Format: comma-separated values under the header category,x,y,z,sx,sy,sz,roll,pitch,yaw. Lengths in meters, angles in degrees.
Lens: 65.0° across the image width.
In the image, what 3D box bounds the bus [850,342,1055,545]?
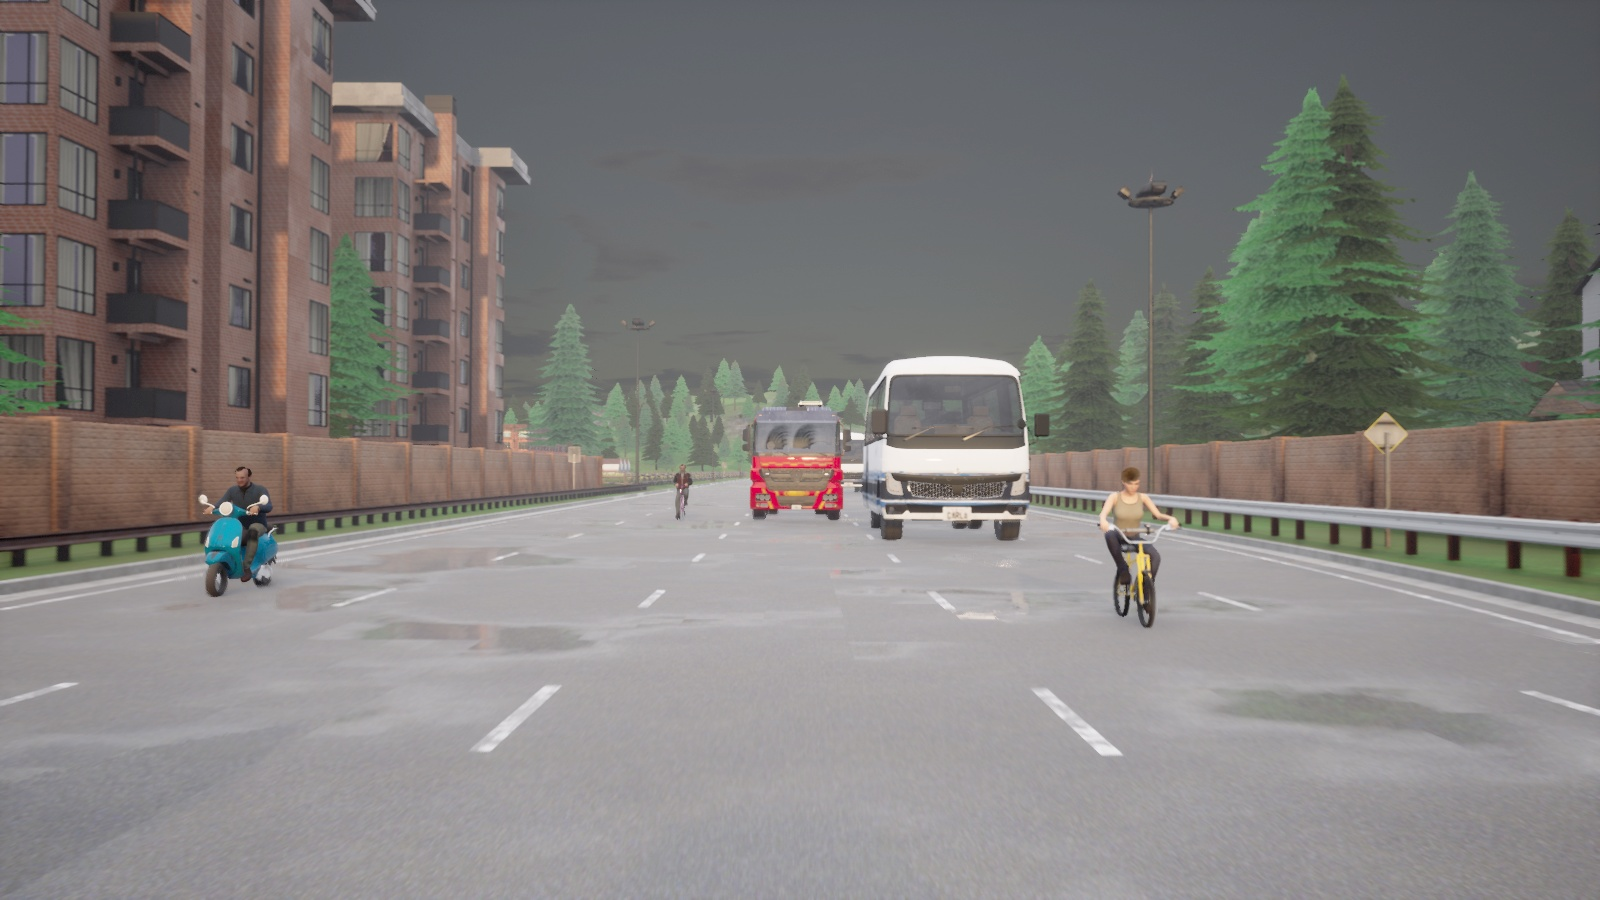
category,x,y,z,sx,sy,sz,roll,pitch,yaw
bus,3.412,-0.048,31.565,3.944,4.253,10.273,0,-1,0

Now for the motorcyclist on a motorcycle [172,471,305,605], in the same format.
category,x,y,z,sx,sy,sz,roll,pitch,yaw
motorcyclist on a motorcycle,-7.039,1.061,15.859,0.866,1.590,1.817,0,-1,0

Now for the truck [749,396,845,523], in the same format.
category,x,y,z,sx,sy,sz,roll,pitch,yaw
truck,-0.107,0.356,42.234,2.891,3.827,8.468,0,-1,0

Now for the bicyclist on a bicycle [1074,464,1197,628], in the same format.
category,x,y,z,sx,sy,sz,roll,pitch,yaw
bicyclist on a bicycle,3.468,0.957,13.107,0.866,1.612,1.509,0,-1,0

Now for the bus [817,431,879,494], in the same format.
category,x,y,z,sx,sy,sz,roll,pitch,yaw
bus,3.278,0.916,89.181,3.944,4.253,10.273,0,-1,0
